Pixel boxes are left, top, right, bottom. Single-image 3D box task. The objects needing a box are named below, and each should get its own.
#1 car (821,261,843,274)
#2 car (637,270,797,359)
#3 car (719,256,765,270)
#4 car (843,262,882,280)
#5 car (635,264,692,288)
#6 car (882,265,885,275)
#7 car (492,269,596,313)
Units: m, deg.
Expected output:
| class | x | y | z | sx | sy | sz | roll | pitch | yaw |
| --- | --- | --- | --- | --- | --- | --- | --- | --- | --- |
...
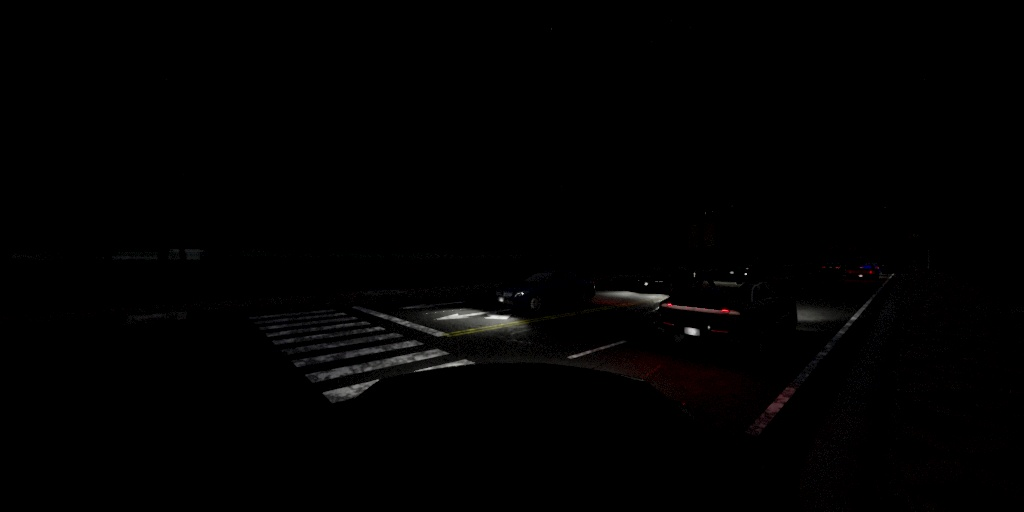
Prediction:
| class | x | y | z | sx | sy | sz | roll | pitch | yaw |
| --- | --- | --- | --- | --- | --- | --- | --- | --- | --- |
| car | 38.089 | 1.354 | 42.466 | 5.357 | 1.411 | 2.033 | 0 | 0 | -42 |
| car | 5.281 | 1.249 | 8.560 | 4.902 | 1.511 | 2.128 | 0 | 0 | -42 |
| car | 19.480 | 0.975 | 30.263 | 5.566 | 2.045 | 2.150 | 0 | 0 | -42 |
| car | 31.459 | 1.409 | 32.121 | 4.718 | 1.301 | 1.895 | 0 | 0 | -42 |
| car | 8.969 | 1.236 | 20.790 | 4.892 | 1.490 | 1.837 | 0 | 1 | -42 |
| car | 38.770 | 1.349 | 38.771 | 4.674 | 1.442 | 1.812 | 0 | 0 | -42 |
| car | 1.390 | 1.243 | 13.934 | 4.674 | 1.442 | 1.812 | 0 | 0 | -41 |
